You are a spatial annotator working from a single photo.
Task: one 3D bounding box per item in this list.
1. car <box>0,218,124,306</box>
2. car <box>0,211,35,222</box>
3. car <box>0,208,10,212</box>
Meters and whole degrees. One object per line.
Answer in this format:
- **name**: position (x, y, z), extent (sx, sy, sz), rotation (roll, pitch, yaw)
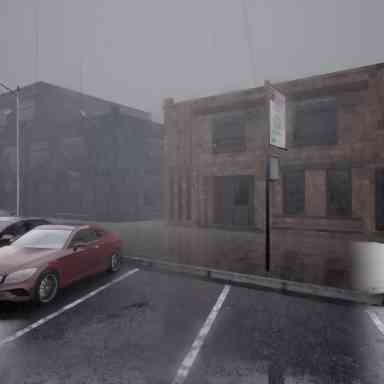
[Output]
- **car**: position (-3.311, 1.527, 8.310), extent (2.002, 1.452, 4.674), rotation (1, -1, 15)
- **car**: position (-5.792, 1.518, 9.982), extent (2.163, 1.488, 4.792), rotation (1, -1, 15)
- **car**: position (-8.244, 1.366, 11.746), extent (2.185, 1.767, 4.553), rotation (1, -1, 15)
